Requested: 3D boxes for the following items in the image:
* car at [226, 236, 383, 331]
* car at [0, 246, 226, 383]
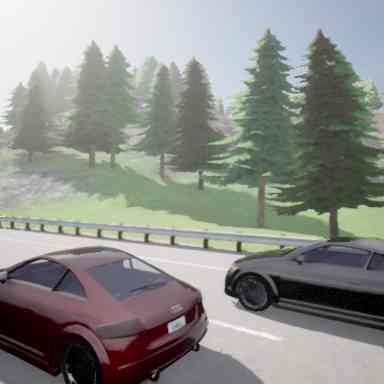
[{"bbox_3d":[2.710,1.550,6.246,4.181,1.385,1.994,0,0,35],"label":"car"},{"bbox_3d":[-1.839,1.557,5.116,4.181,1.385,1.994,0,0,34],"label":"car"}]
